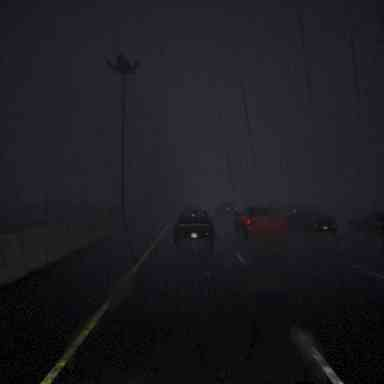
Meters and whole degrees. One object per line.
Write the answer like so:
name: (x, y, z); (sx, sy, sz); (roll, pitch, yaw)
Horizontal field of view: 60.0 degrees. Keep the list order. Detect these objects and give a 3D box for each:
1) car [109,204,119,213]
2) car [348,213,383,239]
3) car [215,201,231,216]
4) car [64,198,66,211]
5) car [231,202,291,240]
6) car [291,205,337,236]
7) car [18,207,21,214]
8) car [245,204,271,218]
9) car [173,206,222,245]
car: (-10.591, 2.093, 43.578); (2.128, 1.511, 4.902); (0, -1, 0)
car: (10.599, 1.801, 18.552); (1.895, 1.301, 4.718); (0, -1, 0)
car: (3.598, 1.781, 35.303); (2.097, 1.767, 4.553); (0, -1, 0)
car: (-17.588, 1.825, 43.611); (2.150, 2.045, 5.566); (0, -2, 0)
car: (3.599, 1.550, 18.372); (2.097, 1.767, 4.553); (0, -1, 0)
car: (7.099, 1.742, 20.017); (1.812, 1.442, 4.674); (0, -1, 0)
car: (-21.087, 2.123, 43.387); (1.812, 1.442, 4.674); (0, -1, 0)
car: (7.097, 2.010, 36.248); (1.994, 1.385, 4.181); (0, -1, 0)
car: (0.098, 1.671, 16.641); (2.128, 1.511, 4.902); (0, -1, 0)
